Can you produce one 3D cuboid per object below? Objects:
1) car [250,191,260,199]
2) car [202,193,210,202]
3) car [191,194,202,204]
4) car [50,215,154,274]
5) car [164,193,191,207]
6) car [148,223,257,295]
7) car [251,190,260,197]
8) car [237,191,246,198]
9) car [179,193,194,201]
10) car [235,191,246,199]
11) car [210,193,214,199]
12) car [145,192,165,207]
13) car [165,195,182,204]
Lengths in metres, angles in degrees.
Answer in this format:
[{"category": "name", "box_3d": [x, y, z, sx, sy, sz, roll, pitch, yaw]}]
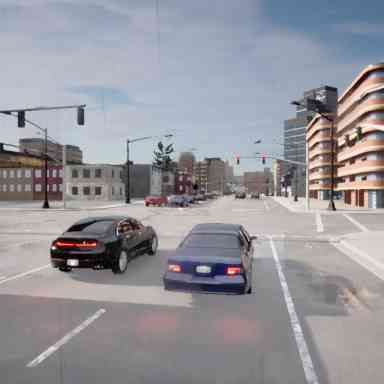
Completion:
[{"category": "car", "box_3d": [14.320, 0.881, 75.389, 2.128, 1.511, 4.902, 0, 1, 11]}, {"category": "car", "box_3d": [1.747, 1.119, 65.991, 2.033, 1.411, 5.357, 0, 1, 12]}, {"category": "car", "box_3d": [-0.204, 1.235, 56.341, 2.128, 1.511, 4.902, 0, 1, 11]}, {"category": "car", "box_3d": [-2.513, 1.505, 10.645, 1.837, 1.490, 4.892, 0, 0, 11]}, {"category": "car", "box_3d": [-1.961, 1.223, 47.430, 2.097, 1.767, 4.553, 0, 1, 11]}, {"category": "car", "box_3d": [0.705, 1.547, 8.902, 2.033, 1.411, 5.357, 0, 0, 11]}, {"category": "car", "box_3d": [16.320, 0.464, 85.594, 2.097, 1.767, 4.553, 0, 1, 11]}, {"category": "car", "box_3d": [12.964, 0.552, 86.667, 2.097, 1.767, 4.553, 0, 1, 11]}, {"category": "car", "box_3d": [-1.152, 1.073, 69.237, 2.033, 1.411, 5.357, 0, 1, 11]}, {"category": "car", "box_3d": [11.072, 0.902, 77.014, 1.994, 1.385, 4.181, 0, 1, 11]}, {"category": "car", "box_3d": [3.786, 0.862, 76.232, 1.882, 1.535, 5.008, 0, 1, 11]}, {"category": "car", "box_3d": [-5.169, 1.080, 49.305, 2.150, 2.045, 5.566, 0, 1, 11]}, {"category": "car", "box_3d": [-3.270, 1.238, 58.863, 1.812, 1.442, 4.674, 0, 1, 12]}]
